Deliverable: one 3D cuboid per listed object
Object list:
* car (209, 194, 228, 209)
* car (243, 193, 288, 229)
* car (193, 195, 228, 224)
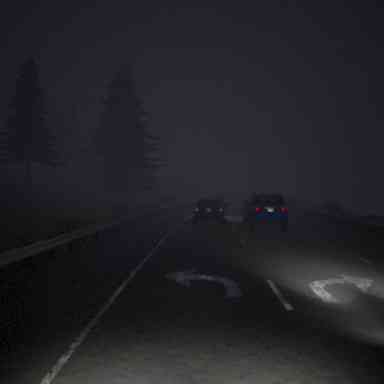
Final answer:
[{"bbox_3d":[3.339,1.100,40.872,2.097,1.767,4.553,0,0,8],"label":"car"},{"bbox_3d":[4.526,1.095,20.950,2.150,2.045,5.566,0,0,4],"label":"car"},{"bbox_3d":[1.274,1.204,23.654,2.097,1.767,4.553,0,0,5],"label":"car"}]
